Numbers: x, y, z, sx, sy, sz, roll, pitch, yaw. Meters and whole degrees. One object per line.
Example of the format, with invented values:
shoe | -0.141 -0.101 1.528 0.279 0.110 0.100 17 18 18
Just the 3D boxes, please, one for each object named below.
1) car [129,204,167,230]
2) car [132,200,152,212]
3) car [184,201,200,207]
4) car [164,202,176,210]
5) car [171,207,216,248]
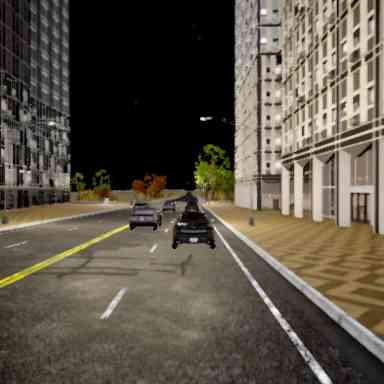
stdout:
car | -3.186 1.832 23.583 2.033 1.411 5.357 0 -1 0
car | -6.574 1.794 44.023 1.994 1.385 4.181 0 -1 0
car | 0.026 2.029 44.477 1.837 1.490 4.892 0 0 0
car | -3.217 2.106 47.356 2.033 1.411 5.357 0 -1 -2
car | 0.075 1.699 15.891 1.837 1.490 4.892 0 0 0
